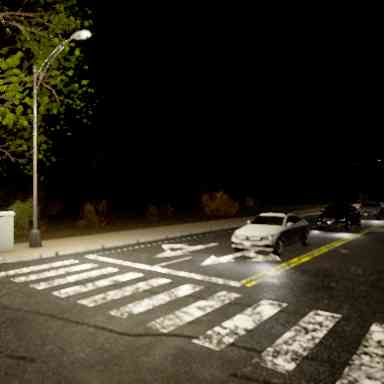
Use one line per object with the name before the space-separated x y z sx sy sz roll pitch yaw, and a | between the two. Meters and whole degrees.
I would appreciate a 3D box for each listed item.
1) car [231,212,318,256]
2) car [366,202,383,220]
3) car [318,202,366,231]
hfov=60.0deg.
car | 3.412 1.587 13.748 1.812 1.442 4.674 -1 0 38
car | 15.837 1.598 29.460 1.812 1.442 4.674 -1 0 38
car | 9.623 1.572 21.610 1.837 1.490 4.892 -1 0 38
